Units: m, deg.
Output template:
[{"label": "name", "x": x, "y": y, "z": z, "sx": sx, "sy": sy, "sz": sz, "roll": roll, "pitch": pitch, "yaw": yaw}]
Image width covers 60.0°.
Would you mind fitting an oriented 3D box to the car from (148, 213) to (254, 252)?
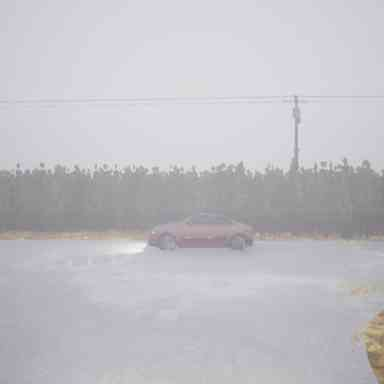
[{"label": "car", "x": 0.356, "y": 1.555, "z": 13.312, "sx": 4.181, "sy": 1.385, "sz": 1.994, "roll": 0, "pitch": 0, "yaw": 1}]
